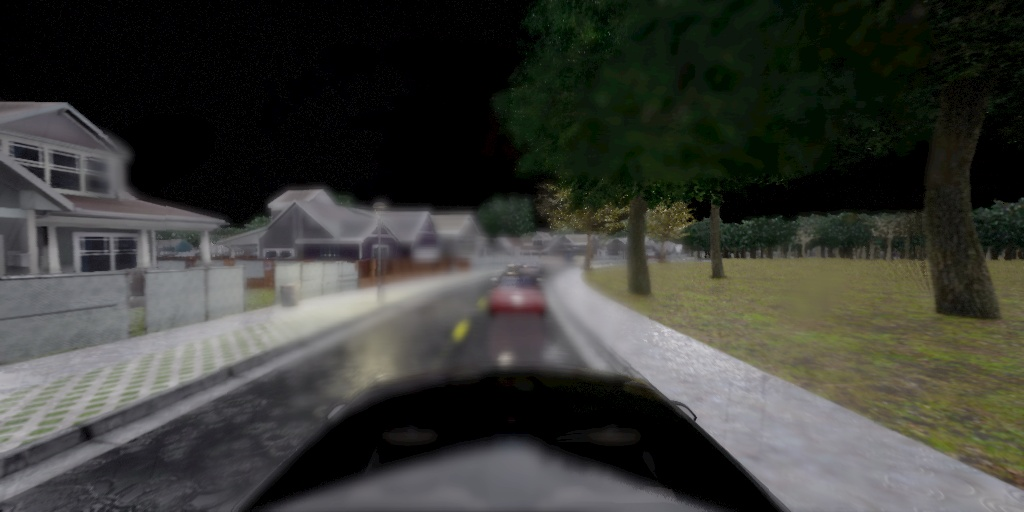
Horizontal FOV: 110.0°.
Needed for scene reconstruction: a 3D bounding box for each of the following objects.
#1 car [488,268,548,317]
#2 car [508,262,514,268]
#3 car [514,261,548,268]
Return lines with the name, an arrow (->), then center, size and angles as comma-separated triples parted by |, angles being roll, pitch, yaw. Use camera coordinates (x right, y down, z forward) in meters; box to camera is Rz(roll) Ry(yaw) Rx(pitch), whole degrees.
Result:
car -> 0.265, 1.310, 13.238 | 1.994, 1.385, 4.181 | 0, 0, 3
car -> 0.882, 1.282, 39.341 | 2.033, 1.411, 5.357 | 1, 0, 14
car -> 1.804, 1.248, 28.866 | 2.128, 1.511, 4.902 | 0, 0, 9
